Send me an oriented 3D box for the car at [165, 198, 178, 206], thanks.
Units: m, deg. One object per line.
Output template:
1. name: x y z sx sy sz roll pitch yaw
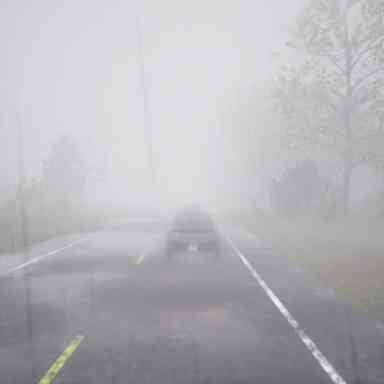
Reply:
1. car: -3.535 1.681 57.888 1.994 1.385 4.181 0 0 1

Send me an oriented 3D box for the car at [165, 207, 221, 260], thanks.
1. car: 0.050 1.529 12.582 2.128 1.511 4.902 0 0 0

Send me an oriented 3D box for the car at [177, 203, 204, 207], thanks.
1. car: 0.058 1.640 27.846 1.994 1.385 4.181 0 0 1
